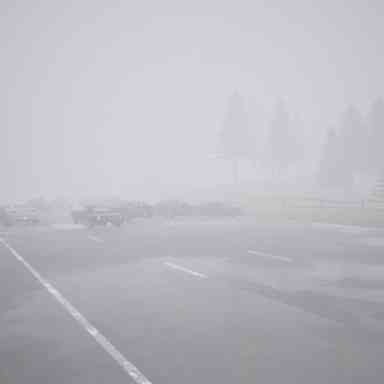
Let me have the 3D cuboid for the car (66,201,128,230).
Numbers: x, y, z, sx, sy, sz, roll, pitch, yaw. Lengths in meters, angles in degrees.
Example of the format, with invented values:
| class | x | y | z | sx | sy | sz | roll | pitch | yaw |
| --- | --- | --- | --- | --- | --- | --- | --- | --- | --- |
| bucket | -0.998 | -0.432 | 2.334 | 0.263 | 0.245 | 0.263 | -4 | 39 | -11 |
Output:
| class | x | y | z | sx | sy | sz | roll | pitch | yaw |
| --- | --- | --- | --- | --- | --- | --- | --- | --- | --- |
| car | -5.965 | 1.482 | 20.545 | 1.895 | 1.301 | 4.718 | 0 | 0 | -36 |

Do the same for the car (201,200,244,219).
| class | x | y | z | sx | sy | sz | roll | pitch | yaw |
| --- | --- | --- | --- | --- | --- | --- | --- | --- | --- |
| car | 1.915 | 1.399 | 27.571 | 2.033 | 1.411 | 5.357 | 0 | 0 | -36 |

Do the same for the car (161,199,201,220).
| class | x | y | z | sx | sy | sz | roll | pitch | yaw |
| --- | --- | --- | --- | --- | --- | --- | --- | --- | --- |
| car | -1.837 | 1.343 | 26.792 | 2.128 | 1.511 | 4.902 | 0 | 0 | -36 |

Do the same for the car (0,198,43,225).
| class | x | y | z | sx | sy | sz | roll | pitch | yaw |
| --- | --- | --- | --- | --- | --- | --- | --- | --- | --- |
| car | -11.757 | 1.389 | 22.576 | 1.812 | 1.442 | 4.674 | 0 | 0 | -36 |

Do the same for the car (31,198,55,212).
| class | x | y | z | sx | sy | sz | roll | pitch | yaw |
| --- | --- | --- | --- | --- | --- | --- | --- | --- | --- |
| car | -16.496 | 1.337 | 35.175 | 2.033 | 1.411 | 5.357 | 0 | 0 | -36 |

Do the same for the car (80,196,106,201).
| class | x | y | z | sx | sy | sz | roll | pitch | yaw |
| --- | --- | --- | --- | --- | --- | --- | --- | --- | --- |
| car | -13.161 | 1.354 | 42.529 | 1.895 | 1.301 | 4.718 | 0 | 0 | -36 |

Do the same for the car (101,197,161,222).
| class | x | y | z | sx | sy | sz | roll | pitch | yaw |
| --- | --- | --- | --- | --- | --- | --- | --- | --- | --- |
| car | -4.678 | 1.351 | 24.748 | 2.128 | 1.511 | 4.902 | 0 | 0 | -36 |

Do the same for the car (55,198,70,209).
| class | x | y | z | sx | sy | sz | roll | pitch | yaw |
| --- | --- | --- | --- | --- | --- | --- | --- | --- | --- |
| car | -16.003 | 1.362 | 40.480 | 1.895 | 1.301 | 4.718 | 0 | 0 | -36 |

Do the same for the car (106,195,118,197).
| class | x | y | z | sx | sy | sz | roll | pitch | yaw |
| --- | --- | --- | --- | --- | --- | --- | --- | --- | --- |
| car | -11.177 | 1.243 | 45.759 | 1.837 | 1.490 | 4.892 | 0 | 0 | -36 |
